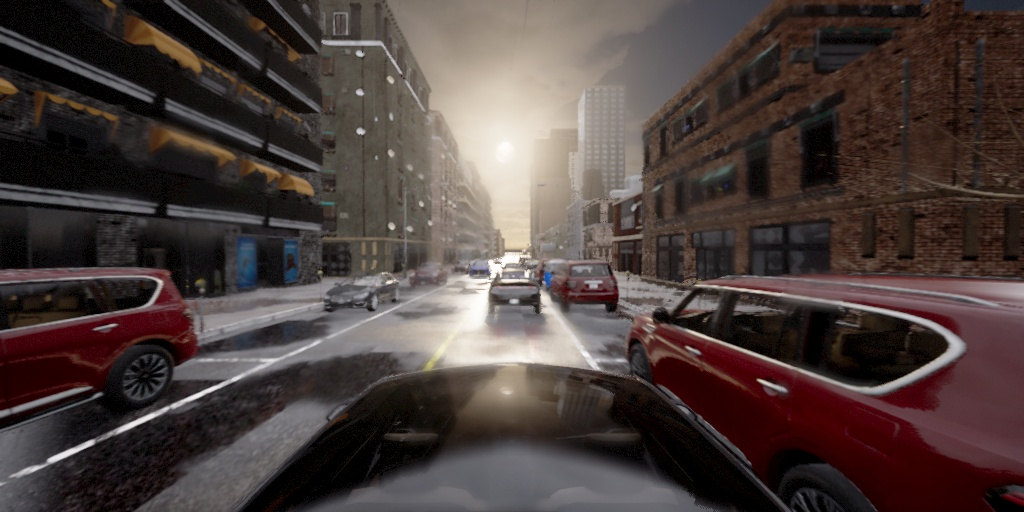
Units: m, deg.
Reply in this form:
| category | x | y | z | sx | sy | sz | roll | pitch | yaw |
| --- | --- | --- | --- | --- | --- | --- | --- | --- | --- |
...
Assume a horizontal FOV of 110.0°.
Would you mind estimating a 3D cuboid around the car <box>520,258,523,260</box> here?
| category | x | y | z | sx | sy | sz | roll | pitch | yaw |
| --- | --- | --- | --- | --- | --- | --- | --- | --- | --- |
| car | 2.661 | 1.359 | 57.223 | 1.948 | 1.339 | 4.313 | 0 | 0 | 0 |

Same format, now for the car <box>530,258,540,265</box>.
| category | x | y | z | sx | sy | sz | roll | pitch | yaw |
| --- | --- | --- | --- | --- | --- | --- | --- | --- | --- |
| car | 2.691 | 1.085 | 24.941 | 2.192 | 1.841 | 5.009 | 0 | 0 | 0 |

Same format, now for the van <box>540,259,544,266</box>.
| category | x | y | z | sx | sy | sz | roll | pitch | yaw |
| --- | --- | --- | --- | --- | --- | --- | --- | --- | --- |
| van | 2.691 | 1.107 | 19.534 | 1.690 | 1.789 | 3.998 | 0 | 0 | 0 |

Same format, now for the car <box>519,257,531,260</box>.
| category | x | y | z | sx | sy | sz | roll | pitch | yaw |
| --- | --- | --- | --- | --- | --- | --- | --- | --- | --- |
| car | 2.662 | 1.111 | 62.803 | 2.192 | 1.841 | 5.009 | 0 | 0 | 0 |

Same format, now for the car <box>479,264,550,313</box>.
| category | x | y | z | sx | sy | sz | roll | pitch | yaw |
| --- | --- | --- | --- | --- | --- | --- | --- | --- | --- |
| car | 0.094 | 1.253 | 14.003 | 2.128 | 1.511 | 4.902 | 0 | 0 | 0 |

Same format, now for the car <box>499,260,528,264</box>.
| category | x | y | z | sx | sy | sz | roll | pitch | yaw |
| --- | --- | --- | --- | --- | --- | --- | --- | --- | --- |
| car | 0.097 | 1.278 | 29.517 | 1.837 | 1.490 | 4.892 | 0 | 0 | 0 |

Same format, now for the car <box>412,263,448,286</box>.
| category | x | y | z | sx | sy | sz | roll | pitch | yaw |
| --- | --- | --- | --- | --- | --- | --- | --- | --- | --- |
| car | -5.690 | 1.210 | 24.949 | 1.967 | 1.591 | 4.097 | 0 | 0 | 0 |

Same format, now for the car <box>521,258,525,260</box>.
| category | x | y | z | sx | sy | sz | roll | pitch | yaw |
| --- | --- | --- | --- | --- | --- | --- | --- | --- | --- |
| car | 2.661 | 1.356 | 51.644 | 1.948 | 1.339 | 4.313 | 0 | 0 | 0 |

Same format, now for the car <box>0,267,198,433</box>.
| category | x | y | z | sx | sy | sz | roll | pitch | yaw |
| --- | --- | --- | --- | --- | --- | --- | --- | --- | --- |
| car | -5.691 | 1.066 | 3.320 | 2.192 | 1.841 | 5.009 | 0 | 0 | 0 |

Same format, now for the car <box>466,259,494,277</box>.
| category | x | y | z | sx | sy | sz | roll | pitch | yaw |
| --- | --- | --- | --- | --- | --- | --- | --- | --- | --- |
| car | -3.092 | 1.256 | 35.816 | 1.882 | 1.535 | 5.008 | 0 | 0 | 0 |

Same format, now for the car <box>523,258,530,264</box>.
| category | x | y | z | sx | sy | sz | roll | pitch | yaw |
| --- | --- | --- | --- | --- | --- | --- | --- | --- | --- |
| car | 2.694 | 1.346 | 46.072 | 2.007 | 1.370 | 4.403 | 0 | 0 | 0 |

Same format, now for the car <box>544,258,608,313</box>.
| category | x | y | z | sx | sy | sz | roll | pitch | yaw |
| --- | --- | --- | --- | --- | --- | --- | --- | --- | --- |
| car | 2.690 | 1.076 | 14.127 | 2.192 | 1.841 | 5.009 | 0 | 0 | 0 |

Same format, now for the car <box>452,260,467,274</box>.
| category | x | y | z | sx | sy | sz | roll | pitch | yaw |
| --- | --- | --- | --- | --- | --- | --- | --- | --- | --- |
| car | -5.688 | 1.222 | 41.171 | 1.967 | 1.591 | 4.097 | 0 | 0 | 0 |

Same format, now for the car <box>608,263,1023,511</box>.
| category | x | y | z | sx | sy | sz | roll | pitch | yaw |
| --- | --- | --- | --- | --- | --- | --- | --- | --- | --- |
| car | 2.690 | 1.066 | 3.312 | 2.192 | 1.841 | 5.009 | 0 | 0 | 0 |

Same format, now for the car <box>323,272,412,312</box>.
| category | x | y | z | sx | sy | sz | roll | pitch | yaw |
| --- | --- | --- | --- | --- | --- | --- | --- | --- | --- |
| car | -5.691 | 1.312 | 14.135 | 2.007 | 1.370 | 4.403 | 0 | 0 | 0 |
